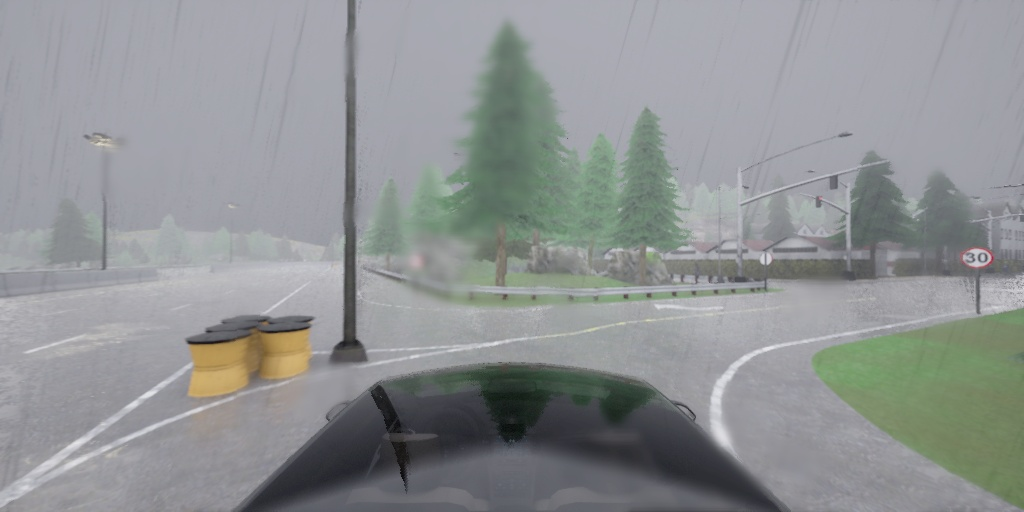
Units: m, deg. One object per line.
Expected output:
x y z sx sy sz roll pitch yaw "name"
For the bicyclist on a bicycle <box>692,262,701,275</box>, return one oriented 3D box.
21.166 1.528 41.119 1.656 1.620 0.582 0 -1 -25 "bicyclist on a bicycle"
